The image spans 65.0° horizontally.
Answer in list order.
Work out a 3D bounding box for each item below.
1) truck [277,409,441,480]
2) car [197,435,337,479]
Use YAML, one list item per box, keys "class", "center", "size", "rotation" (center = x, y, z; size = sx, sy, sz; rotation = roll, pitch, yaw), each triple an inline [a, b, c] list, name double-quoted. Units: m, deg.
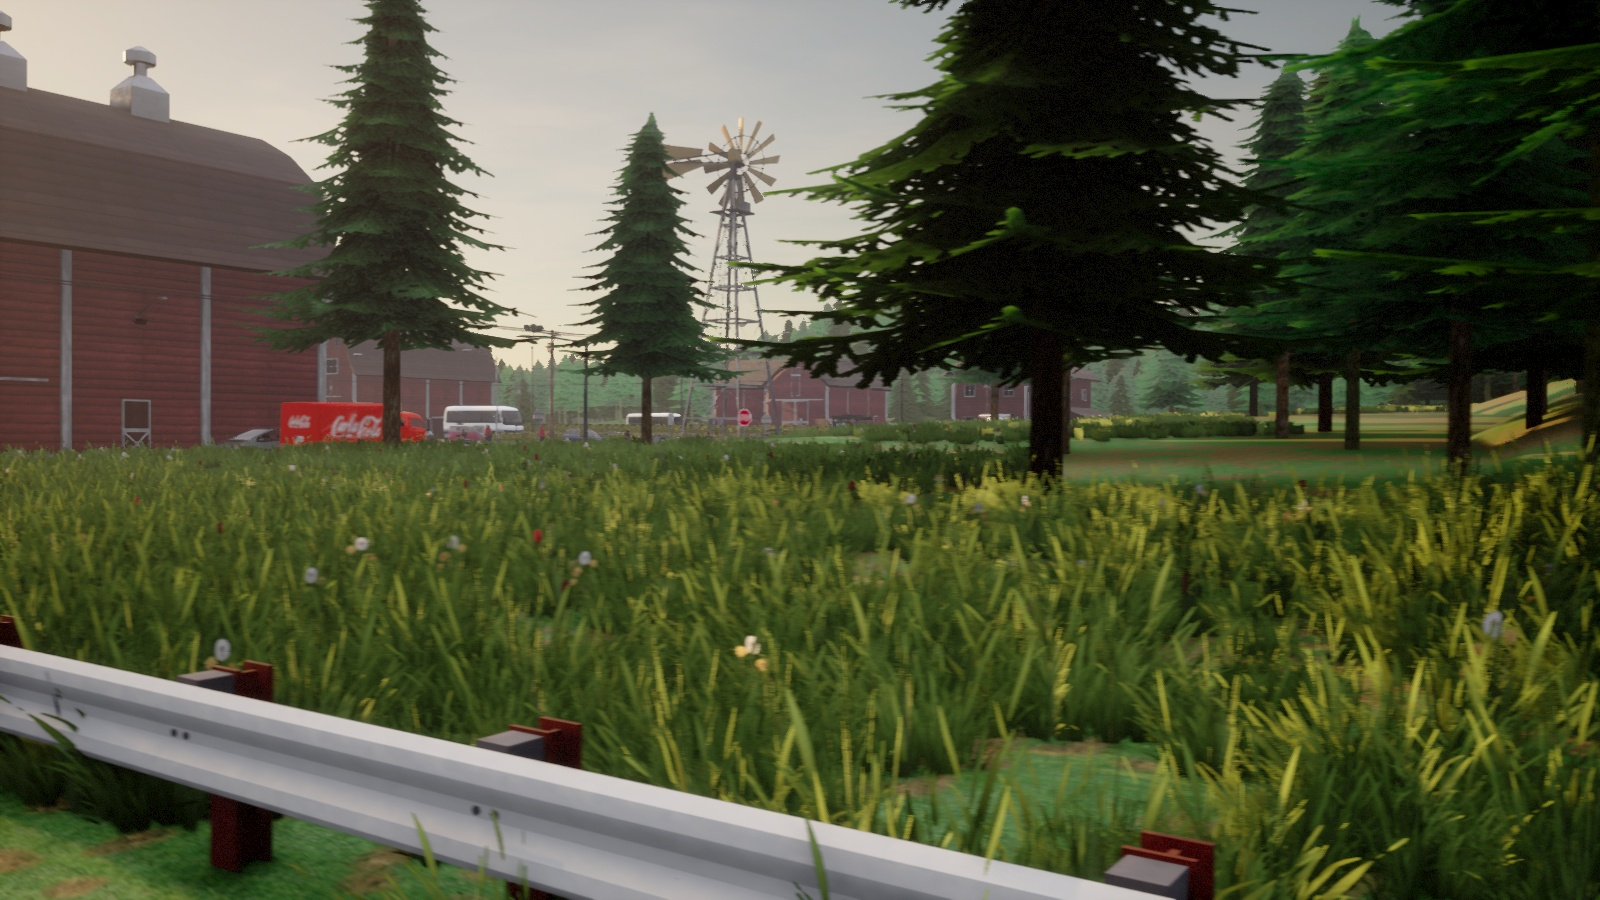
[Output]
- class: "truck"
  center: [-16.298, -0.221, 46.669]
  size: [2.627, 2.467, 5.204]
  rotation: [0, 1, 33]
- class: "car"
  center: [-20.027, 0.237, 47.358]
  size: [2.007, 1.525, 4.514]
  rotation: [0, 1, 33]
